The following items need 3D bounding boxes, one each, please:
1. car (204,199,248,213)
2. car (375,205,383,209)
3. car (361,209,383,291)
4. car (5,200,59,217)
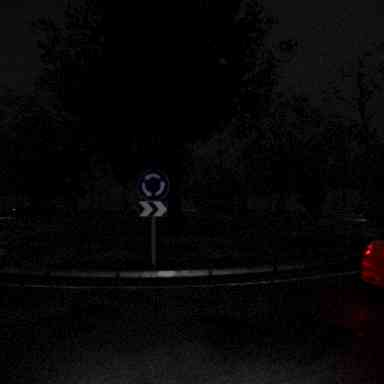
[{"bbox_3d":[3.706,1.473,36.461,4.902,1.511,2.128,0,0,23],"label":"car"},{"bbox_3d":[14.030,1.552,23.334,1.994,1.385,4.181,0,0,-2],"label":"car"},{"bbox_3d":[6.052,1.347,7.459,4.553,1.767,2.097,0,0,-25],"label":"car"},{"bbox_3d":[-14.720,1.510,30.892,1.812,1.442,4.674,-1,0,38],"label":"car"}]
